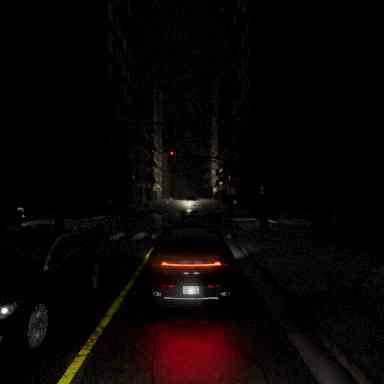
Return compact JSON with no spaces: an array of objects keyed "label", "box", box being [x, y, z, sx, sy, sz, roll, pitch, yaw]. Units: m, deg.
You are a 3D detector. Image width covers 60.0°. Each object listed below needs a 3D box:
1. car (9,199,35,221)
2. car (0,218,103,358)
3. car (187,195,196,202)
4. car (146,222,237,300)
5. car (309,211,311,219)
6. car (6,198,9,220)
[{"label":"car","box":[-13.847,1.194,24.049,4.553,1.767,2.097,1,0,-1]},{"label":"car","box":[-3.084,1.492,6.220,2.128,1.511,4.902,0,0,0]},{"label":"car","box":[-0.174,1.492,82.408,2.097,1.767,4.553,0,0,0]},{"label":"car","box":[-0.017,1.506,8.357,1.837,1.490,4.892,0,0,0]},{"label":"car","box":[12.298,1.722,27.511,5.008,1.535,1.882,1,0,-1]},{"label":"car","box":[-14.993,1.150,21.296,5.009,1.841,2.192,1,-1,-1]}]
